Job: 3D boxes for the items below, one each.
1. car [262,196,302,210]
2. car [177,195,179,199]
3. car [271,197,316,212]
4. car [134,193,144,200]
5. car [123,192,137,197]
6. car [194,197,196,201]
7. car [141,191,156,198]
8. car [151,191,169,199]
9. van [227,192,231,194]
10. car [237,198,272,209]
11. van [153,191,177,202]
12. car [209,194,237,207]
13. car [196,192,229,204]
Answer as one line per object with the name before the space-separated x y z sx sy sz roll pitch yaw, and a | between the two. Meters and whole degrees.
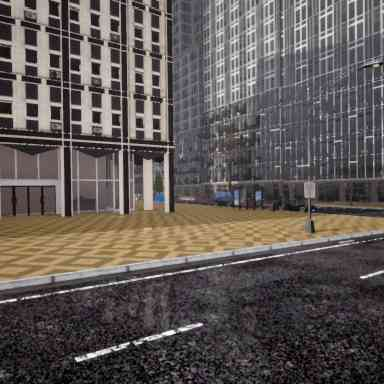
car | 10.829 1.301 40.308 1.812 1.442 4.674 -1 1 -34
car | -4.322 0.936 72.924 1.802 1.307 4.206 0 1 -34
car | 10.995 1.424 35.234 1.947 1.339 4.313 0 1 -34
car | -11.254 1.039 68.216 2.008 1.369 4.403 0 1 -34
car | -17.097 0.688 91.728 2.008 1.369 4.403 0 1 -34
car | 2.066 1.043 63.521 1.802 1.307 4.206 0 1 -34
car | -10.710 0.686 82.324 1.967 1.590 4.097 0 1 -34
car | -7.516 0.615 77.622 2.192 1.841 5.009 0 1 -34
van | 5.259 0.855 58.816 1.690 1.788 3.998 0 1 -34
car | 7.815 1.388 39.947 1.802 1.307 4.206 0 1 -34
van | -4.866 0.937 58.811 1.690 1.788 3.998 0 1 -34
car | 4.670 1.319 44.680 1.947 1.339 4.313 0 1 -34
car | 3.123 1.176 51.668 1.812 1.442 4.674 -1 1 -34
